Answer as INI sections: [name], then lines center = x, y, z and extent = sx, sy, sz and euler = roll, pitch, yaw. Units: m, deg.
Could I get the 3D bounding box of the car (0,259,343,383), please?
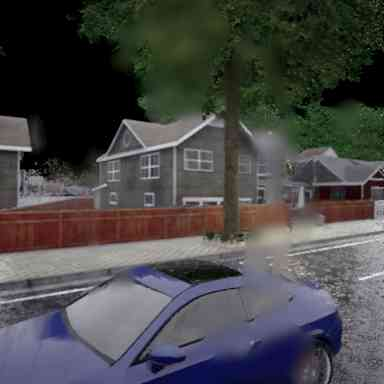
[car]
center = -0.253, 1.539, 3.507
extent = 4.674, 1.442, 1.812
euler = 1, 0, -35
